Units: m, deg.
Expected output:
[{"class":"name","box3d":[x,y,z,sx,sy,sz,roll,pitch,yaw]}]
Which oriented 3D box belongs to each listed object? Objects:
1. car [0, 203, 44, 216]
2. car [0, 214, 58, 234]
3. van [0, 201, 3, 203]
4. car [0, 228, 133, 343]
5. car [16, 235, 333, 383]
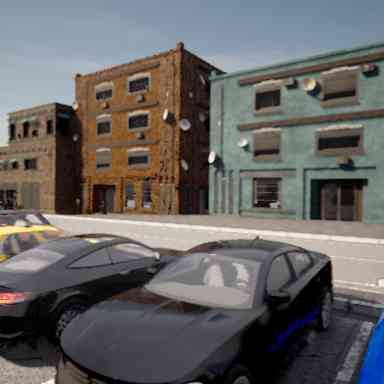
[{"class":"car","box3d":[-6.201,1.344,9.612,2.185,1.767,4.553,0,0,36]},{"class":"car","box3d":[-3.846,1.470,8.121,1.946,1.575,5.366,0,0,36]},{"class":"van","box3d":[-8.365,1.240,11.263,1.878,1.987,4.442,0,0,35]},{"class":"car","box3d":[-1.690,1.517,6.351,2.002,1.452,4.674,0,0,36]},{"class":"car","box3d":[0.581,1.478,4.740,2.097,1.535,5.008,0,0,36]}]
